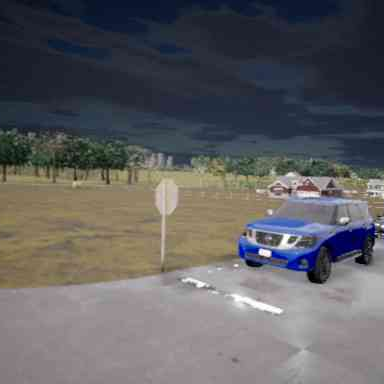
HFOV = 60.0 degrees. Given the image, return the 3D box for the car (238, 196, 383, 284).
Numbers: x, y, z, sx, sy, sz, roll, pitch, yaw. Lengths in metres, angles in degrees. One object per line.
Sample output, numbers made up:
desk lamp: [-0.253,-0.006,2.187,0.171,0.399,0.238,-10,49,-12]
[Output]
car: [3.718,1.180,10.027,2.150,2.045,5.566,4,2,44]
